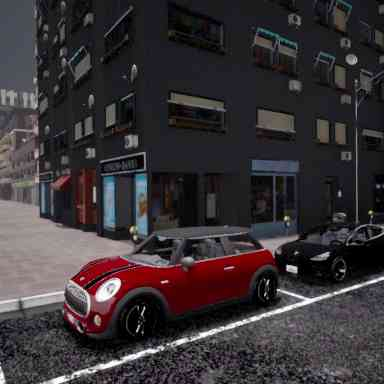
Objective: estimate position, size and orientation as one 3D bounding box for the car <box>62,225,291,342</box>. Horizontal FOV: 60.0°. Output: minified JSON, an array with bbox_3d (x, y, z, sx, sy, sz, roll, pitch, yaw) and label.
[{"bbox_3d":[-0.280,1.439,6.377,4.097,1.590,1.967,0,-1,-36],"label":"car"}]

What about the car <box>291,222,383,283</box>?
[{"bbox_3d":[4.278,1.564,9.632,4.313,1.339,1.947,0,-1,-36],"label":"car"}]
